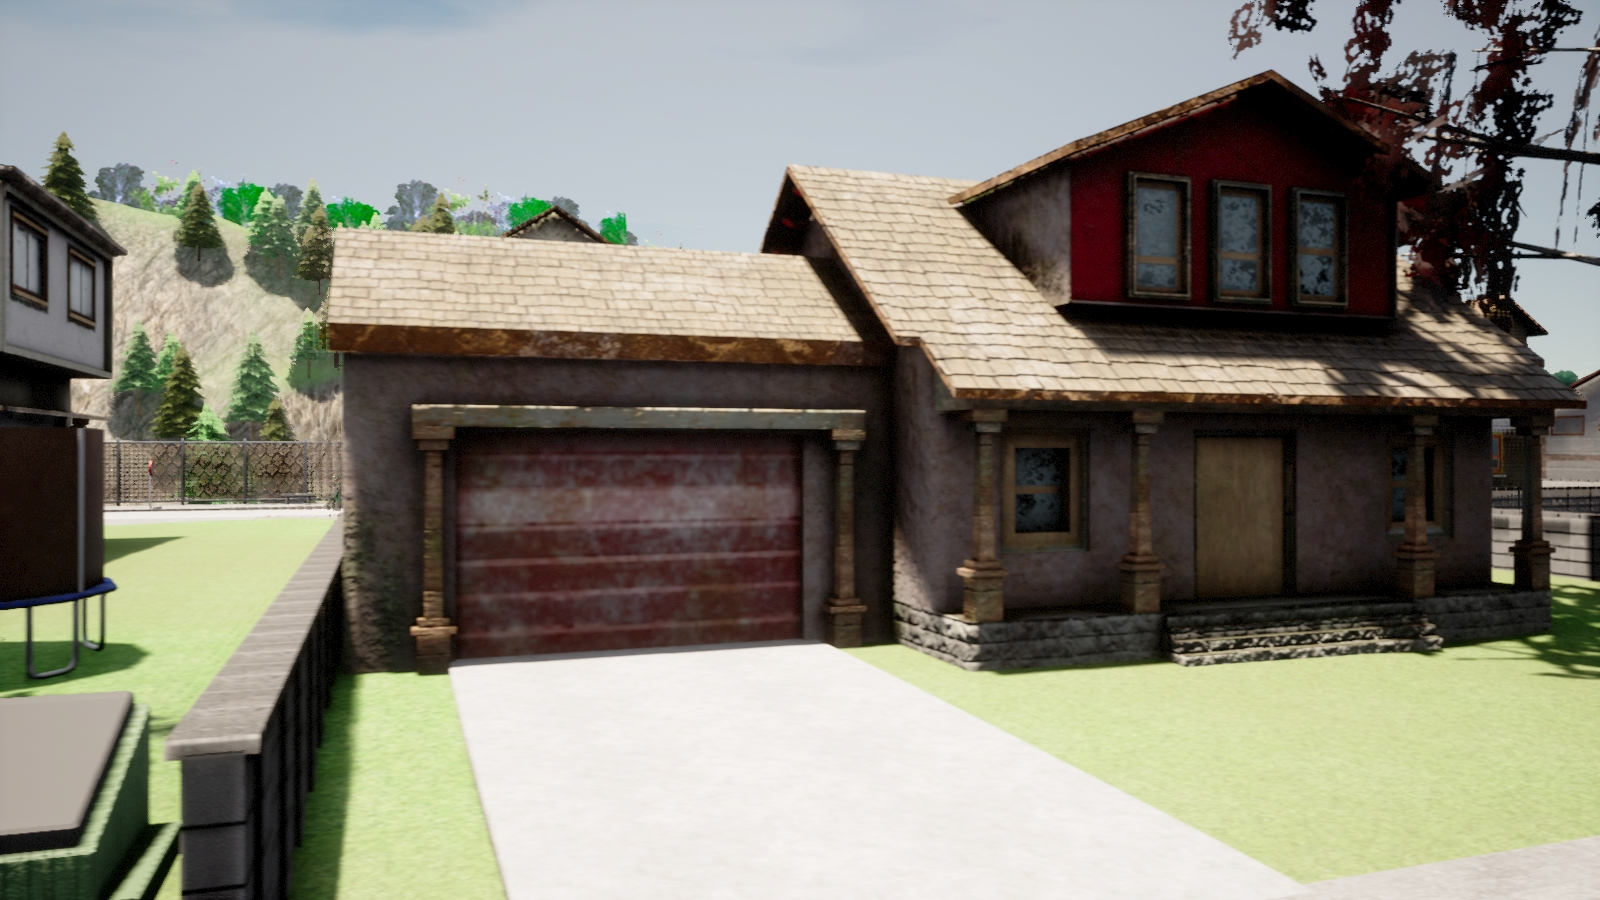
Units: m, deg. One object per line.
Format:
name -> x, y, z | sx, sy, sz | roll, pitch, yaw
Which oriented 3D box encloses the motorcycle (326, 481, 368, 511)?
motorcycle -> -21.048, 2.142, 53.124 | 1.805, 1.316, 0.856 | 0, 0, -20
